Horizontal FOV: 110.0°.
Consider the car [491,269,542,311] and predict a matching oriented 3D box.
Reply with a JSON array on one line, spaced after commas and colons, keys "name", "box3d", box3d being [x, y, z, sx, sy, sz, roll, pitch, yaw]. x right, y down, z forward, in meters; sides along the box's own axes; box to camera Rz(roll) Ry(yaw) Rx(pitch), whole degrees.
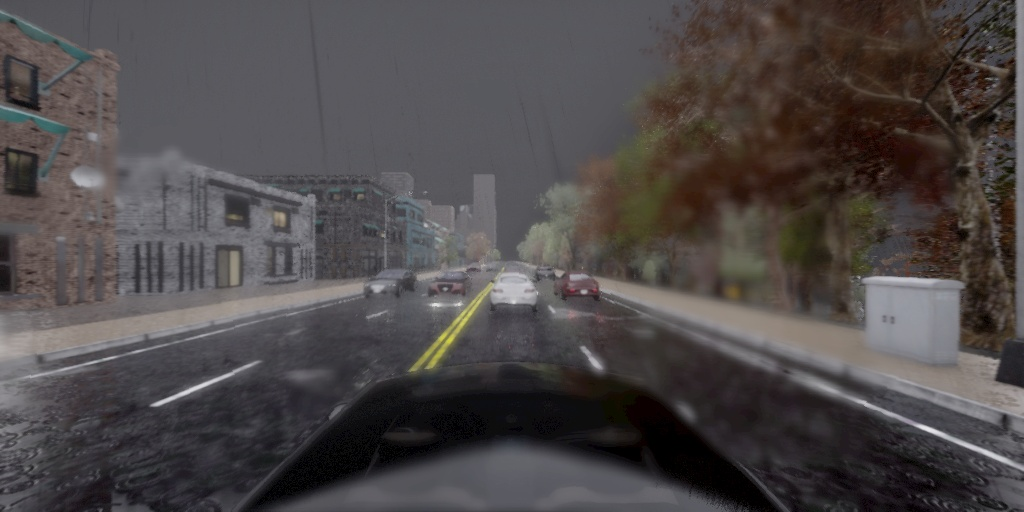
[{"name": "car", "box3d": [0.100, 1.458, 15.360, 1.812, 1.442, 4.674, 0, -1, 0]}]

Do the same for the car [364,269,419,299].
[{"name": "car", "box3d": [-6.598, 1.485, 20.134, 2.128, 1.511, 4.902, 0, -1, 0]}]

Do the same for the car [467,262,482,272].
[{"name": "car", "box3d": [-6.525, 1.910, 62.535, 2.097, 1.767, 4.553, 0, -1, 1]}]

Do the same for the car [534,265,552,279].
[{"name": "car", "box3d": [3.356, 1.714, 37.130, 2.128, 1.511, 4.902, 0, -1, 0]}]

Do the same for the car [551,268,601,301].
[{"name": "car", "box3d": [3.342, 1.504, 18.754, 1.812, 1.442, 4.674, 0, -1, 0]}]

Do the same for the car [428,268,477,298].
[{"name": "car", "box3d": [-3.348, 1.560, 20.266, 1.994, 1.385, 4.181, 0, -1, 0]}]

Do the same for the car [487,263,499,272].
[{"name": "car", "box3d": [-3.273, 2.060, 62.461, 1.837, 1.490, 4.892, 0, -1, 1]}]
